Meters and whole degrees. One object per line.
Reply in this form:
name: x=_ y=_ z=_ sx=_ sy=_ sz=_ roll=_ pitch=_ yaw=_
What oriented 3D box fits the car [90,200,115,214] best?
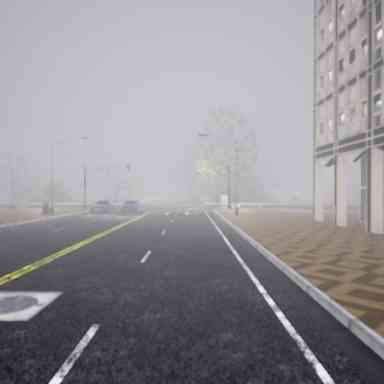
car: x=-9.774 y=1.628 z=36.820 sx=1.812 sy=1.442 sz=4.674 roll=0 pitch=0 yaw=1

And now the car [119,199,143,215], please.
car: x=-6.531 y=1.579 z=36.197 sx=1.882 sy=1.535 sz=5.008 roll=0 pitch=0 yaw=1
